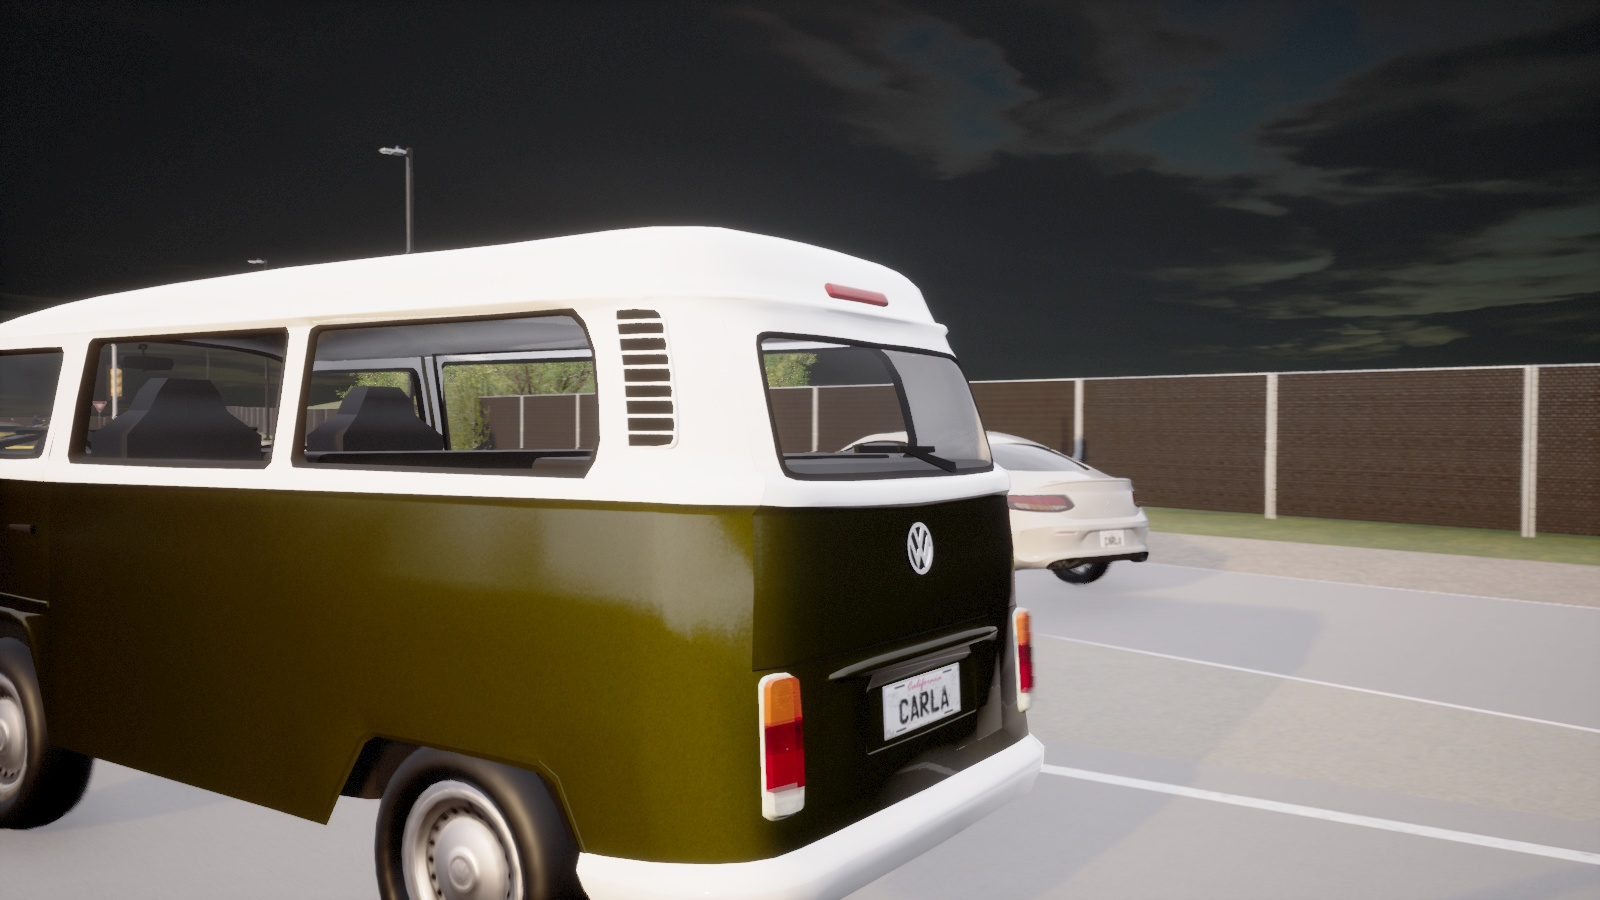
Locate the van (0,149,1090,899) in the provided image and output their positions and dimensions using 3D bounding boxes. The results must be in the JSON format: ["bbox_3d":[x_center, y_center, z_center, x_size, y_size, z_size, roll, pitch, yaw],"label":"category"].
[{"bbox_3d":[-1.471,0.407,4.596,4.480,2.038,2.069,0,1,34],"label":"van"}]

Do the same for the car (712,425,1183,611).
[{"bbox_3d":[1.194,0.497,12.259,1.812,1.442,4.674,-2,2,-37],"label":"car"}]
